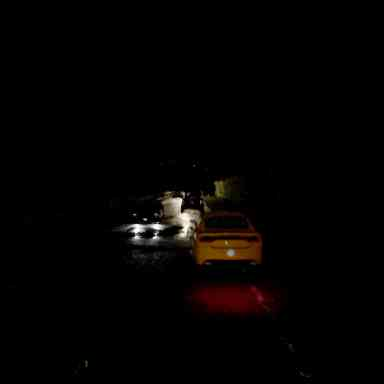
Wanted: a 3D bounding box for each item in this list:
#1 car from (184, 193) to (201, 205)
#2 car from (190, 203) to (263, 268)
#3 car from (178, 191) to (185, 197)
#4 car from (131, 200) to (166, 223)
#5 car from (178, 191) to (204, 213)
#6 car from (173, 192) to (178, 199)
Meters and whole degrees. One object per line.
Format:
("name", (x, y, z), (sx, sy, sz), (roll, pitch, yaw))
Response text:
("car", (0.073, 0.899, 45.668), (2.128, 1.511, 4.902), (0, 1, 0))
("car", (0.967, 1.336, 10.740), (1.882, 1.535, 5.008), (0, 1, 0))
("car", (-2.719, 0.425, 85.558), (1.812, 1.442, 4.674), (0, 1, 0))
("car", (-2.843, 1.249, 22.851), (2.033, 1.411, 5.357), (0, 1, 0))
("car", (0.043, 0.941, 31.573), (2.097, 1.767, 4.553), (0, 1, 0))
("car", (-2.741, 0.685, 64.989), (1.812, 1.442, 4.674), (0, 1, 0))
